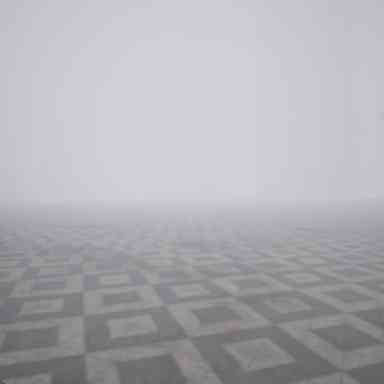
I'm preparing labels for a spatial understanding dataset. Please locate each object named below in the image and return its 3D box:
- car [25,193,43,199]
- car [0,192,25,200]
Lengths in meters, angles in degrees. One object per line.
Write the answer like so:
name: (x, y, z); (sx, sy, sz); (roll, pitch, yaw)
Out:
car: (-39.673, 1.064, 82.535); (2.008, 1.369, 4.403); (1, 1, 36)
car: (-42.844, 0.896, 78.086); (2.192, 1.841, 5.009); (1, 1, 36)
